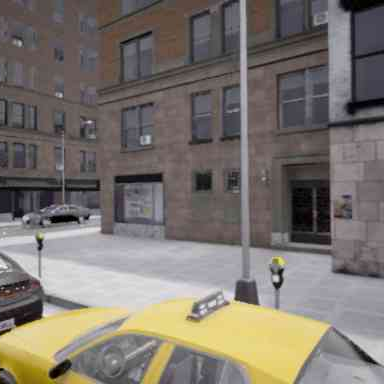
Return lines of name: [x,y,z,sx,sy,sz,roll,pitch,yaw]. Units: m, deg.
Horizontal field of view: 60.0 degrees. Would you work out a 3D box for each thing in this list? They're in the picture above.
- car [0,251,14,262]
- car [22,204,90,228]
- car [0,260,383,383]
car: [-4.378,1.637,5.854,4.403,1.369,2.008,-1,0,35]
car: [-9.644,1.672,23.946,2.128,1.511,4.902,-1,0,33]
car: [-0.077,1.545,2.870,4.829,1.417,1.752,-1,0,35]
